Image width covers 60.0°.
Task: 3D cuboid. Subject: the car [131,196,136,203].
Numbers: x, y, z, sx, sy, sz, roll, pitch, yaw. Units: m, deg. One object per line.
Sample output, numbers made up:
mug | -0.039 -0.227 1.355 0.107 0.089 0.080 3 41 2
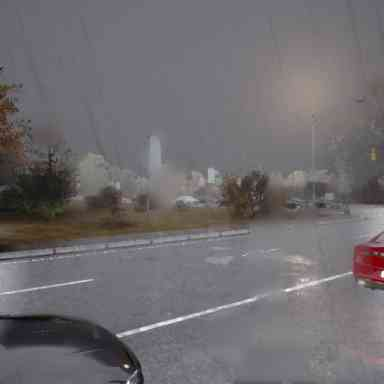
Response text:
car | -10.115 1.370 63.941 1.812 1.442 4.674 -1 0 -38

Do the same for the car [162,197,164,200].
car | -7.376 1.304 66.119 2.128 1.511 4.902 -1 0 -38

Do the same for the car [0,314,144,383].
car | -2.610 1.492 1.867 4.902 1.511 2.128 0 0 -36

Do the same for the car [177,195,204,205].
car | -0.784 1.321 52.114 1.812 1.442 4.674 -1 0 -38

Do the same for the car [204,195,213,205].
car | 2.263 1.256 53.913 2.128 1.511 4.902 -1 0 -39

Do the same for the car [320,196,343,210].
car | 14.767 1.247 38.287 2.128 1.511 4.902 -1 0 -39

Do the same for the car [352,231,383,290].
car | 5.815 1.445 7.879 5.008 1.535 1.882 0 0 -35

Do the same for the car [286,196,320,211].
car | 11.153 1.277 37.188 2.128 1.511 4.902 -1 0 -39

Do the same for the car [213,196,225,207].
car | 5.456 1.143 44.308 2.097 1.767 4.553 -1 0 -39
